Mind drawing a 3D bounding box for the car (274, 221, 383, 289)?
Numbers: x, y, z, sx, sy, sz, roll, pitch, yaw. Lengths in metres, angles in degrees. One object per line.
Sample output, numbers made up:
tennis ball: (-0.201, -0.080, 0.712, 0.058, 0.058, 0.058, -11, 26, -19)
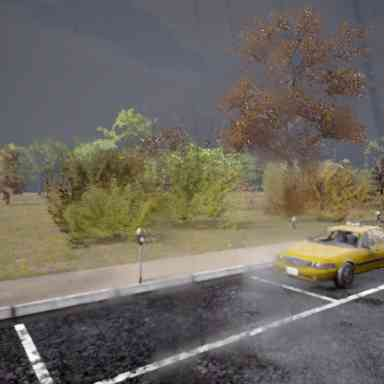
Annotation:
car: (4.307, 1.523, 9.161, 4.829, 1.417, 1.752, 0, 1, -35)
